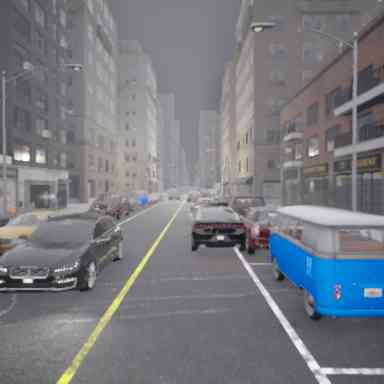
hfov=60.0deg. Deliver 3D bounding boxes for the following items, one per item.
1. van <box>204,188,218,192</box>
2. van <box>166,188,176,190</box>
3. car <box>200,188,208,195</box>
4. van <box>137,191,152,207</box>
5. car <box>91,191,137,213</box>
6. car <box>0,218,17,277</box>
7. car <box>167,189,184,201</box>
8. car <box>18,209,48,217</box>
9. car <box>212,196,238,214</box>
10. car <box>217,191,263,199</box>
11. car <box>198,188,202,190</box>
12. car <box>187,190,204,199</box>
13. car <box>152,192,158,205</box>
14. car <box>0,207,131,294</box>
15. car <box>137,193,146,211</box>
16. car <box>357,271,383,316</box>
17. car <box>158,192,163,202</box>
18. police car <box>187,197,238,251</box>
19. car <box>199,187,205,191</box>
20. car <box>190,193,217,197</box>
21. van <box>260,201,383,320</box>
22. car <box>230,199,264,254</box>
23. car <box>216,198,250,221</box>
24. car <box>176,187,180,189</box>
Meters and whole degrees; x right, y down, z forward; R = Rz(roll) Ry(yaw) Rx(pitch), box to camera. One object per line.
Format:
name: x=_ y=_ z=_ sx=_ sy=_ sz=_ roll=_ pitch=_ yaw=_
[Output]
van: x=2.969 y=0.601 z=46.481 sx=1.690 sy=1.788 sz=3.998 roll=0 pitch=1 yaw=0
van: x=-5.343 y=0.045 z=79.378 sx=1.690 sy=1.788 sz=3.998 roll=0 pitch=1 yaw=0
car: x=3.256 y=-0.170 z=90.508 sx=2.192 sy=1.841 sz=5.009 roll=0 pitch=1 yaw=0
van: x=-5.631 y=0.784 z=35.184 sx=1.690 sy=1.788 sz=3.998 roll=0 pitch=1 yaw=0
car: x=-5.704 y=0.936 z=23.849 sx=2.192 sy=1.841 sz=5.009 roll=0 pitch=1 yaw=0
car: x=-5.814 y=1.433 z=6.850 sx=1.887 sy=1.381 sz=4.507 roll=0 pitch=1 yaw=0
car: x=-2.660 y=0.721 z=52.512 sx=1.837 sy=1.490 sz=4.892 roll=0 pitch=1 yaw=0
car: x=-5.779 y=1.327 z=12.348 sx=1.752 sy=1.417 sz=4.829 roll=0 pitch=1 yaw=0
car: x=2.858 y=1.101 z=29.478 sx=1.947 sy=1.339 sz=4.313 roll=0 pitch=1 yaw=0
car: x=2.784 y=1.029 z=18.137 sx=2.192 sy=1.841 sz=5.009 roll=0 pitch=1 yaw=0
car: x=0.371 y=0.554 z=57.387 sx=1.882 sy=1.535 sz=5.008 roll=0 pitch=1 yaw=0
car: x=0.307 y=0.806 z=47.493 sx=1.994 sy=1.385 sz=4.181 roll=0 pitch=1 yaw=0
car: x=-5.594 y=0.879 z=40.685 sx=1.752 sy=1.417 sz=4.829 roll=0 pitch=1 yaw=0
car: x=-3.045 y=1.366 z=8.627 sx=1.837 sy=1.490 sz=4.892 roll=0 pitch=1 yaw=0
car: x=-5.667 y=1.082 z=29.520 sx=2.008 sy=1.369 sz=4.403 roll=0 pitch=1 yaw=0
car: x=2.674 y=1.532 z=1.136 sx=2.008 sy=1.369 sz=4.403 roll=0 pitch=1 yaw=0
car: x=-5.558 y=0.785 z=46.354 sx=1.752 sy=1.417 sz=4.829 roll=0 pitch=1 yaw=0
police car: x=0.882 y=1.216 z=13.219 sx=1.930 sy=1.638 sz=5.238 roll=0 pitch=1 yaw=-1
car: x=3.183 y=0.147 z=79.342 sx=1.967 sy=1.590 sz=4.097 roll=0 pitch=1 yaw=0
car: x=0.938 y=1.088 z=23.313 sx=1.801 sy=1.575 sz=5.366 roll=0 pitch=1 yaw=0
van: x=2.711 y=1.233 z=6.801 sx=1.690 sy=1.788 sz=3.998 roll=0 pitch=1 yaw=0
car: x=2.748 y=1.243 z=12.471 sx=1.967 sy=1.590 sz=4.097 roll=0 pitch=1 yaw=0
car: x=2.822 y=1.190 z=23.810 sx=1.947 sy=1.339 sz=4.313 roll=0 pitch=1 yaw=0
car: x=-5.270 y=-0.173 z=90.548 sx=2.192 sy=1.841 sz=5.009 roll=0 pitch=1 yaw=0
